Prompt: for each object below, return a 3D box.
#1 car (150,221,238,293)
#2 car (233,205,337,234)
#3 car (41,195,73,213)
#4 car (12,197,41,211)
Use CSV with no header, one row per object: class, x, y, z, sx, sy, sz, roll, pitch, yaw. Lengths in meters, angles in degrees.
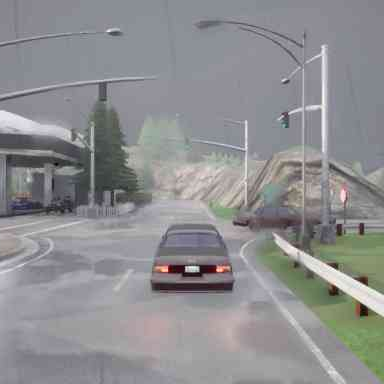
car,0.004,1.547,8.980,2.033,1.411,5.357,0,0,0
car,4.909,1.388,17.872,5.357,1.411,2.033,-1,0,27
car,-14.515,1.313,36.567,1.905,1.878,3.866,0,0,-1
car,-20.220,1.480,40.846,2.242,1.667,4.611,0,0,-1
